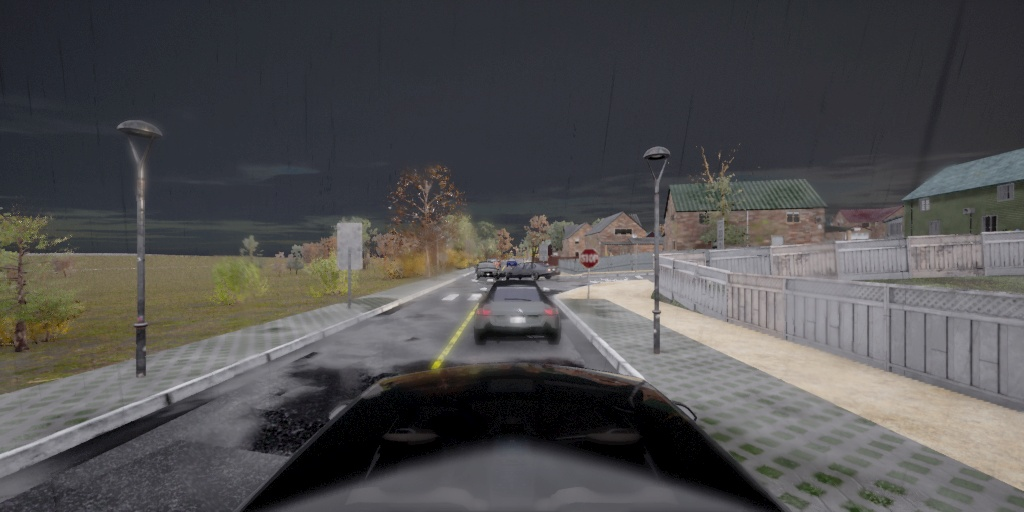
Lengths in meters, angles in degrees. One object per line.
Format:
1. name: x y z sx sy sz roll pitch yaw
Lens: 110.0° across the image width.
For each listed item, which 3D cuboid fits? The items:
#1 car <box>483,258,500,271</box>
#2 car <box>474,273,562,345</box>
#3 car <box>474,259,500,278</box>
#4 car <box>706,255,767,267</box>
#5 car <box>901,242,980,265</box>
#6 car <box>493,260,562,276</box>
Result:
1. car: -2.869 1.121 51.249 2.097 1.767 4.553 0 0 1
2. car: 0.099 1.313 9.506 1.994 1.385 4.181 0 0 -1
3. car: -2.264 1.258 31.431 1.837 1.490 4.892 0 0 -8
4. car: 14.378 0.413 22.904 4.181 1.385 1.994 -3 0 16
5. car: 23.880 -0.208 20.486 4.902 1.511 2.128 -3 0 14
6. car: 1.325 1.198 28.522 5.357 1.411 2.033 -4 -3 43
